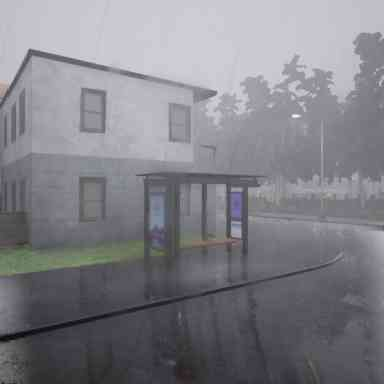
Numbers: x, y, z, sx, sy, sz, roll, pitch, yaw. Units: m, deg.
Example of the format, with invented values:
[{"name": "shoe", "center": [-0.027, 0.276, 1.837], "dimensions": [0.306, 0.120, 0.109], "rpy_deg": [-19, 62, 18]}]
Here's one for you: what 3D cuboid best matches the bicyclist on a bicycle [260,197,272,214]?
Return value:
[{"name": "bicyclist on a bicycle", "center": [7.200, 1.349, 32.448], "dimensions": [1.656, 1.620, 0.582], "rpy_deg": [0, 0, -35]}]
